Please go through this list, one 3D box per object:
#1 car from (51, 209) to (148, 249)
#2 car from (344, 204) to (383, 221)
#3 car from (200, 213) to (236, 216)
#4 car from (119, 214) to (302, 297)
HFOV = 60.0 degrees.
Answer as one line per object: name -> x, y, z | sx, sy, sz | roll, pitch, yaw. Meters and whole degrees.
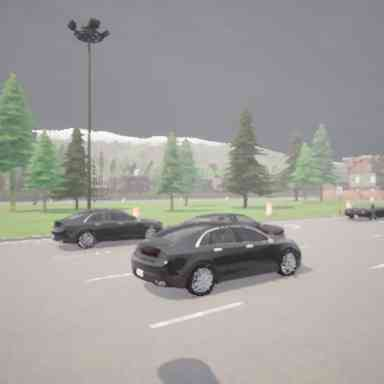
car -> -3.505, 1.505, 14.527 | 4.892, 1.490, 1.837 | 0, 0, -36
car -> 14.689, 1.598, 27.394 | 4.718, 1.301, 1.895 | 0, 0, -35
car -> 1.408, 1.547, 13.351 | 5.357, 1.411, 2.033 | 0, 0, -35
car -> 0.839, 1.504, 8.651 | 4.892, 1.490, 1.837 | 0, 0, -35
